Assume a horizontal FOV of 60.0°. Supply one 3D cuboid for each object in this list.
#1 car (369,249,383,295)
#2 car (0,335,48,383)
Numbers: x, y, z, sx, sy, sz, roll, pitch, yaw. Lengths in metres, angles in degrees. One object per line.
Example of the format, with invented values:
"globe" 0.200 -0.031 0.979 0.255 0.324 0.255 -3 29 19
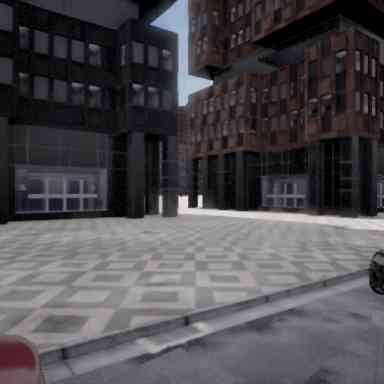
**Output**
"car" 6.021 1.498 7.655 5.008 1.535 1.882 0 0 -35
"car" -2.981 1.522 1.241 4.674 1.442 1.812 0 0 -35
